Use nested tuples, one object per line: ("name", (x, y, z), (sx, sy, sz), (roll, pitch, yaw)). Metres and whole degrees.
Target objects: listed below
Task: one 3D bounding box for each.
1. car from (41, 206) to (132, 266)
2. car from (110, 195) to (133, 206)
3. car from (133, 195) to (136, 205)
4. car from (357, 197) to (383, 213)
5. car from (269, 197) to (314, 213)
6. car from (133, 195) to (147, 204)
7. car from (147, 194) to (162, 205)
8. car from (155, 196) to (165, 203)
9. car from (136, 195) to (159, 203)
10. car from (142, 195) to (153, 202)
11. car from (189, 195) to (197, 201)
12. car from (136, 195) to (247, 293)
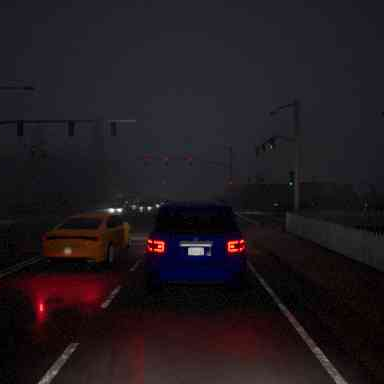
("car", (-3.395, 1.478, 11.619), (1.882, 1.535, 5.008), (0, 0, 0))
("car", (-10.477, 1.492, 48.207), (2.128, 1.511, 4.902), (0, 0, 0))
("car", (-10.436, 1.352, 57.419), (2.097, 1.767, 4.553), (0, 0, 0))
("car", (20.518, 1.352, 36.268), (4.553, 1.767, 2.097), (0, 0, -1))
("car", (10.736, 1.352, 36.049), (4.553, 1.767, 2.097), (0, 0, -1))
("car", (-10.354, 1.478, 66.688), (1.882, 1.535, 5.008), (0, 0, 1))
("car", (-6.911, 1.352, 61.686), (2.097, 1.767, 4.553), (0, 0, 0))
("car", (-6.822, 1.524, 71.685), (1.812, 1.442, 4.674), (0, 0, 0))
("car", (-6.966, 1.547, 52.205), (2.033, 1.411, 5.357), (0, 0, 0))
("car", (-10.309, 1.524, 76.943), (1.812, 1.442, 4.674), (0, 0, 0))
("car", (0.221, 1.540, 88.985), (2.033, 1.411, 5.357), (0, 0, 0))
("car", (0.085, 1.221, 8.996), (2.150, 2.045, 5.566), (0, 0, 0))
